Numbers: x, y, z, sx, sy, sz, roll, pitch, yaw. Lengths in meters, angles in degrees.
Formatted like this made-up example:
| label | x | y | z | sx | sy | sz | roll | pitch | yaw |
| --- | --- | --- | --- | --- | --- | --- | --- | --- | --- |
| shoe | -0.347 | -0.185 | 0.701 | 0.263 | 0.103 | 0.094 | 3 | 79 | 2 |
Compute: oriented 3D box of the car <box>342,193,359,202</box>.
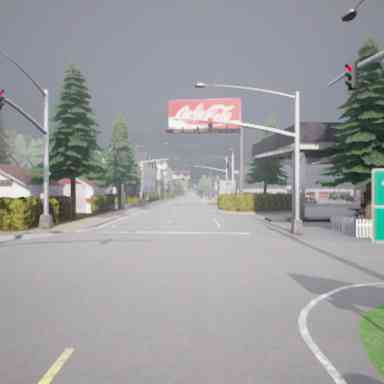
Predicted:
| label | x | y | z | sx | sy | sz | roll | pitch | yaw |
| --- | --- | --- | --- | --- | --- | --- | --- | --- | --- |
| car | 35.004 | 1.458 | 71.914 | 2.007 | 1.523 | 4.514 | 0 | 0 | 0 |

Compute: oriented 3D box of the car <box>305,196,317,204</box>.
| label | x | y | z | sx | sy | sz | roll | pitch | yaw |
| --- | --- | --- | --- | --- | --- | --- | --- | --- | --- |
| car | 22.590 | 1.525 | 64.139 | 1.970 | 1.475 | 3.806 | 0 | 0 | 0 |

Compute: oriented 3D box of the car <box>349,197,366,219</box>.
| label | x | y | z | sx | sy | sz | roll | pitch | yaw |
| --- | --- | --- | --- | --- | --- | --- | --- | --- | --- |
| car | 14.403 | 1.494 | 25.083 | 3.866 | 1.878 | 1.905 | 0 | 0 | 0 |
